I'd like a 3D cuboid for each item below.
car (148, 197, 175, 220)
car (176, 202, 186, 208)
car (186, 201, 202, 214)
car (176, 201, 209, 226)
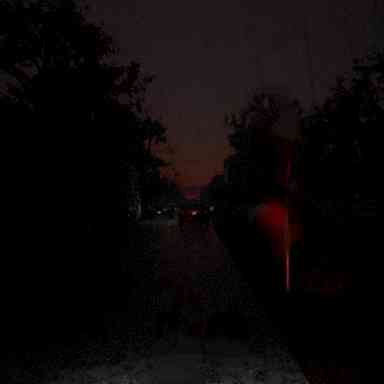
[{"bbox_3d":[-2.812,1.456,31.281,2.150,2.045,5.566,0,-1,0],"label":"car"},{"bbox_3d":[-2.369,2.803,71.972,1.994,1.385,4.181,0,-2,1],"label":"car"},{"bbox_3d":[0.227,1.934,43.033,1.882,1.535,5.008,0,-1,0],"label":"car"},{"bbox_3d":[0.158,1.498,24.559,2.097,1.767,4.553,0,-1,0],"label":"car"}]
